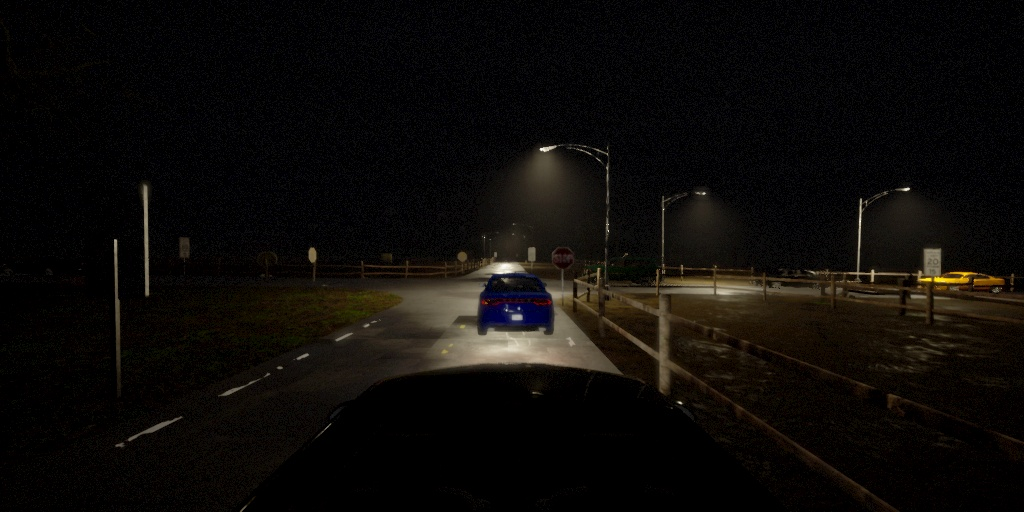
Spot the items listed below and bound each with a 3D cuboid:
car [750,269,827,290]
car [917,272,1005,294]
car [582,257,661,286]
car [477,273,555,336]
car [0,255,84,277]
[{"bbox_3d":[20.198,1.660,26.304,4.892,1.490,1.837,2,1,0],"label":"car"},{"bbox_3d":[32.940,1.930,26.397,5.008,1.535,1.882,1,1,0],"label":"car"},{"bbox_3d":[8.008,1.115,26.527,5.566,2.045,2.150,1,1,4],"label":"car"},{"bbox_3d":[0.047,1.224,10.488,1.882,1.535,5.008,0,0,-2],"label":"car"},{"bbox_3d":[-33.659,0.689,25.885,4.892,1.490,1.837,1,1,0],"label":"car"}]
